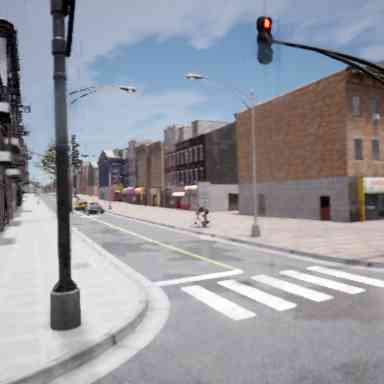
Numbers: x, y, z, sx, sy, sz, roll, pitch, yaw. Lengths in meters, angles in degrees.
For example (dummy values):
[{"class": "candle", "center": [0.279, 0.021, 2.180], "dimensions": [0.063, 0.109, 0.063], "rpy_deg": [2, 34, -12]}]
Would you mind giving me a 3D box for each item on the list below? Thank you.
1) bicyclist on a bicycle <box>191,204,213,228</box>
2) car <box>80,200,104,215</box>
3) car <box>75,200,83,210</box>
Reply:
[{"class": "bicyclist on a bicycle", "center": [0.662, 1.555, 21.874], "dimensions": [1.656, 1.620, 0.582], "rpy_deg": [-2, 0, -26]}, {"class": "car", "center": [-12.536, 2.076, 42.350], "dimensions": [1.994, 1.385, 4.181], "rpy_deg": [-1, 1, -26]}, {"class": "car", "center": [-16.961, 1.964, 51.360], "dimensions": [1.882, 1.535, 5.008], "rpy_deg": [-1, 1, -26]}]
